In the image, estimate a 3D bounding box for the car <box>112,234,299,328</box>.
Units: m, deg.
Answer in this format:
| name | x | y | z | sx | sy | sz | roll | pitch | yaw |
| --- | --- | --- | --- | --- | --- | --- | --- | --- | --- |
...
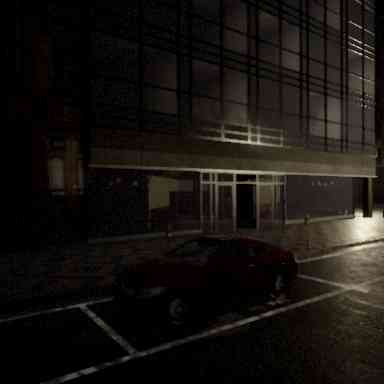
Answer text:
| name | x | y | z | sx | sy | sz | roll | pitch | yaw |
| --- | --- | --- | --- | --- | --- | --- | --- | --- | --- |
| car | 0.481 | 1.573 | 6.881 | 4.206 | 1.307 | 1.802 | 0 | 0 | -36 |
